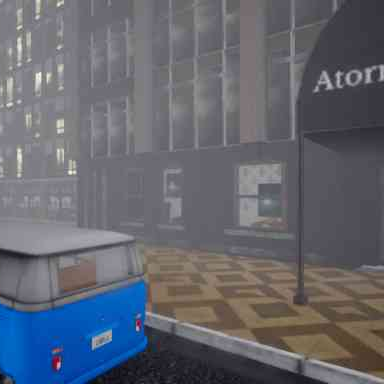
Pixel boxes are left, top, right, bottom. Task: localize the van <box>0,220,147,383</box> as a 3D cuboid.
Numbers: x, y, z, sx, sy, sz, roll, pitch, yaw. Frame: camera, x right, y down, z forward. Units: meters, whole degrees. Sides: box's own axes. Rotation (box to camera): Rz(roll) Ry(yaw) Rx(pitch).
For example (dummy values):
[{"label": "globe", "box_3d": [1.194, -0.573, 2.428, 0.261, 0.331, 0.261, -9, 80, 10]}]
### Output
[{"label": "van", "box_3d": [-2.467, 1.341, 4.634, 3.998, 1.788, 1.690, 0, 0, 35]}]
